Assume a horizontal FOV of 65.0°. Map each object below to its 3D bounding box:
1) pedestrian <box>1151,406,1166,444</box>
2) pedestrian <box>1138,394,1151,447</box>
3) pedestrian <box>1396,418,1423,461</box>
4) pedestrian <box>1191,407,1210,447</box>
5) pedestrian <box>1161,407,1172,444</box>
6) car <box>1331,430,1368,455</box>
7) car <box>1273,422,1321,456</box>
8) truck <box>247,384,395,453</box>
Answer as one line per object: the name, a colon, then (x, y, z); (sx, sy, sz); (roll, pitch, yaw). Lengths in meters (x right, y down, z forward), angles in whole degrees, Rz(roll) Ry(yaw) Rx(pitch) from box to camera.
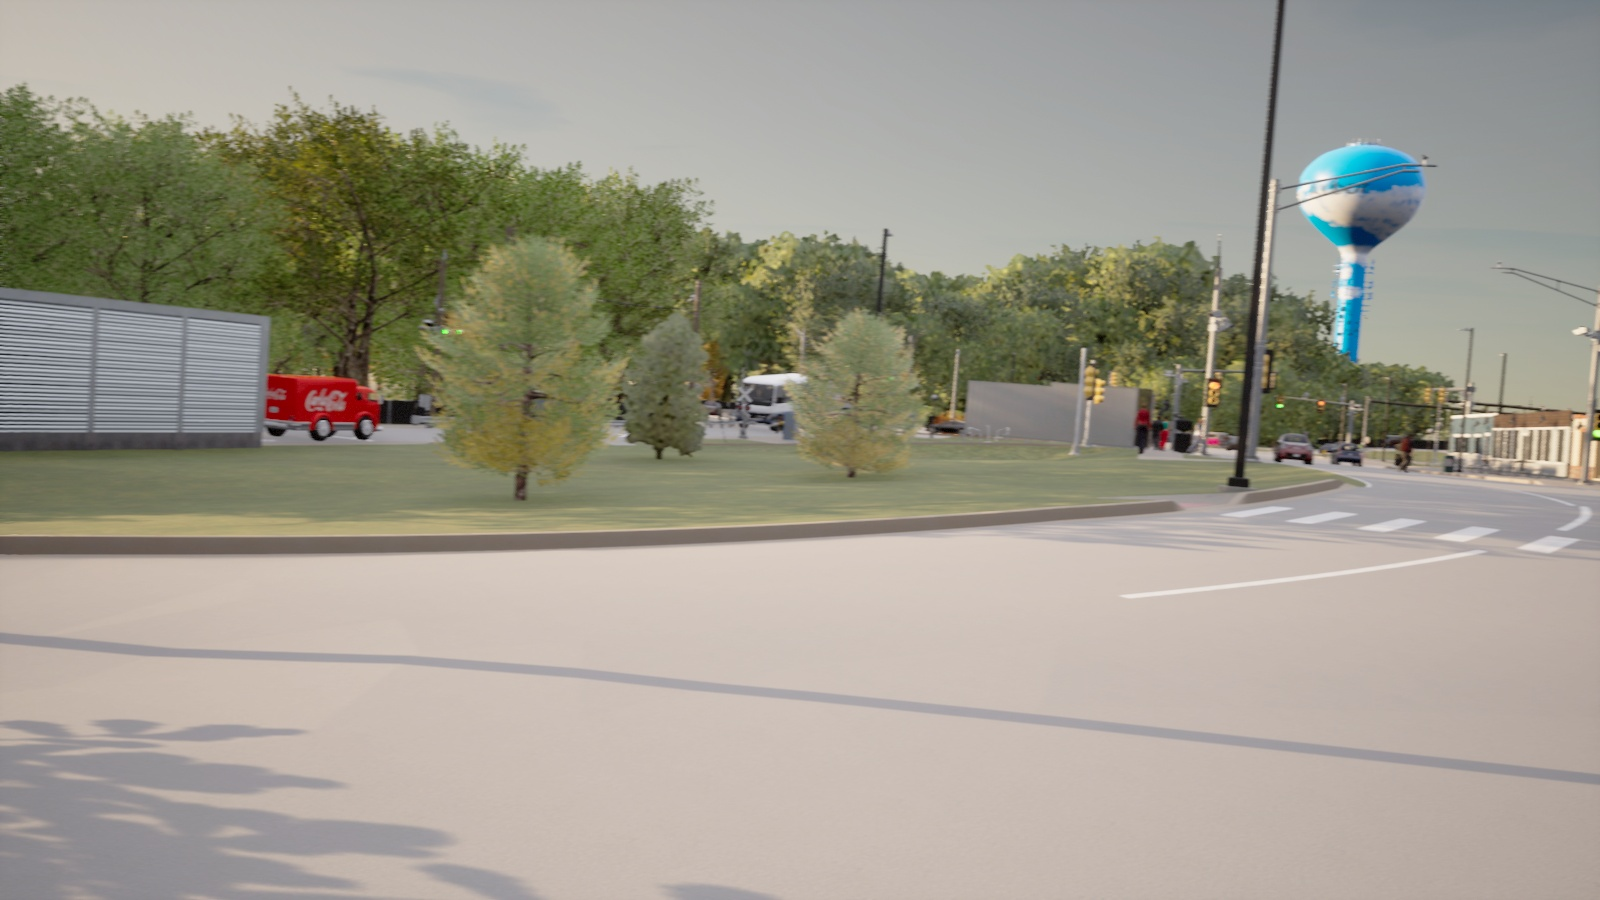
pedestrian: (17.969, -1.254, 62.902); (0.563, 1.883, 0.849); (4, 1, 17)
pedestrian: (12.065, -1.025, 43.975); (0.331, 1.846, 0.636); (4, 1, 15)
pedestrian: (27.023, -0.462, 55.680); (0.899, 1.844, 0.634); (4, 1, 17)
pedestrian: (18.727, -1.065, 58.710); (0.706, 1.836, 0.354); (4, 1, 6)
pedestrian: (18.750, -1.250, 64.224); (0.345, 1.836, 0.594); (4, 1, 23)
car: (39.273, -0.537, 89.841); (1.851, 1.617, 3.988); (4, 2, 16)
car: (24.523, -0.542, 62.031); (1.845, 1.501, 3.633); (4, 1, 17)
truck: (-19.043, -1.268, 50.219); (2.627, 2.467, 5.204); (4, 3, 21)
